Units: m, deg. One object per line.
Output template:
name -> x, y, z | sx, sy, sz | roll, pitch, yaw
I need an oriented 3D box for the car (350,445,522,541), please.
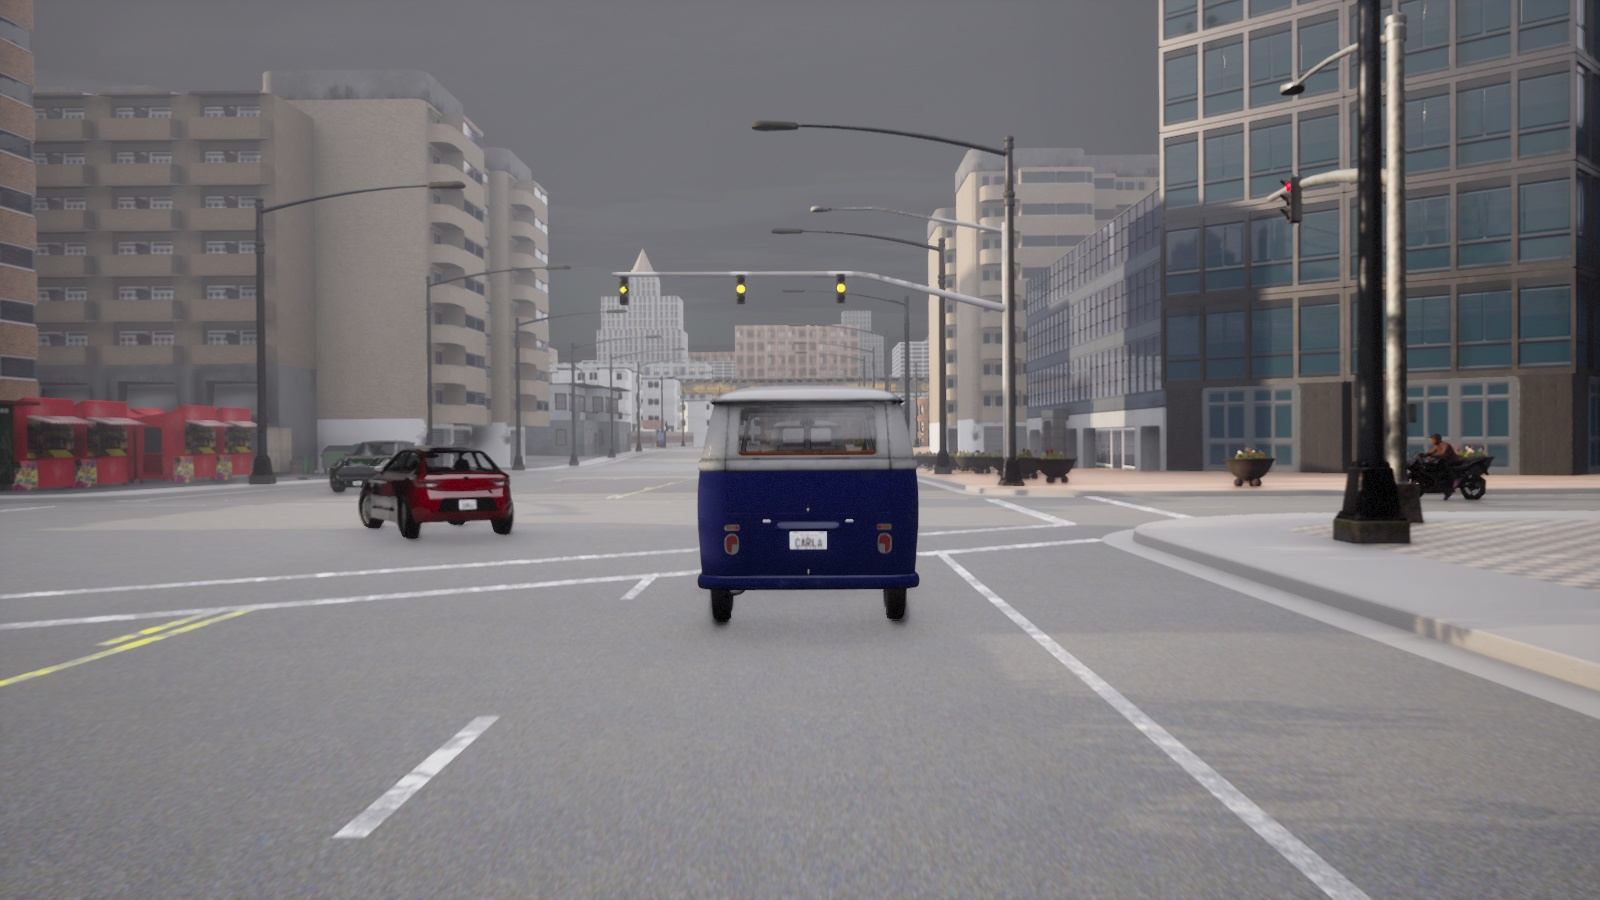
car -> -6.338, 0.653, 21.538 | 1.816, 1.474, 4.193 | -1, 0, -31

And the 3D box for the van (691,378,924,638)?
van -> 0.073, 0.435, 11.850 | 1.775, 1.987, 4.442 | 0, 0, 0

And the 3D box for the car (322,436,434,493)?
car -> -13.762, 0.447, 41.231 | 2.097, 1.767, 4.553 | 0, 0, 0

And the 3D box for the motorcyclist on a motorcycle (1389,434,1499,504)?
motorcyclist on a motorcycle -> 14.445, 0.417, 28.198 | 2.044, 1.523, 0.797 | 0, 1, 1
